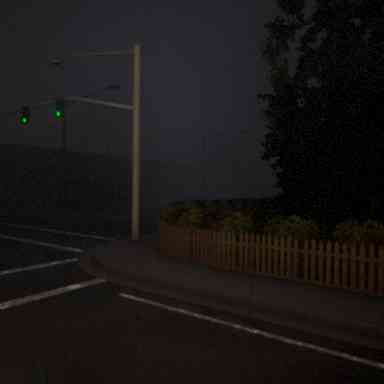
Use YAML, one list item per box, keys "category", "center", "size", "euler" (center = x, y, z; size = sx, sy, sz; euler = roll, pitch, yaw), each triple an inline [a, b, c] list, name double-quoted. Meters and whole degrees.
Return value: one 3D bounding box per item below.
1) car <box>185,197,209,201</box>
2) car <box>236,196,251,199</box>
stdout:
- category: "car"
  center: [0.839, 1.234, 30.326]
  size: [2.128, 1.511, 4.902]
  euler: [1, 1, 35]
- category: "car"
  center: [6.981, 1.234, 45.384]
  size: [2.033, 1.411, 5.357]
  euler: [1, 1, 35]
